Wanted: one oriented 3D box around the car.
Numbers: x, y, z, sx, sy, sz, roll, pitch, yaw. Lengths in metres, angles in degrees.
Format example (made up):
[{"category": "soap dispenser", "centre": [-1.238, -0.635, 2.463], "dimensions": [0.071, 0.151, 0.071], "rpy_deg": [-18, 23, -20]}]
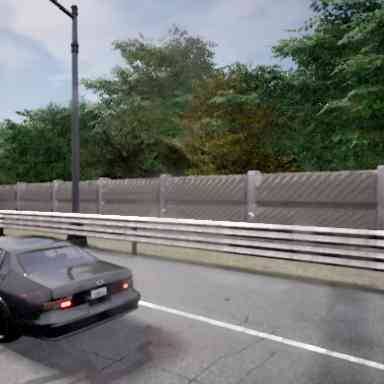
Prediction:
[{"category": "car", "centre": [-3.420, 1.563, 6.441], "dimensions": [5.357, 1.411, 2.033], "rpy_deg": [0, 0, 36]}]
